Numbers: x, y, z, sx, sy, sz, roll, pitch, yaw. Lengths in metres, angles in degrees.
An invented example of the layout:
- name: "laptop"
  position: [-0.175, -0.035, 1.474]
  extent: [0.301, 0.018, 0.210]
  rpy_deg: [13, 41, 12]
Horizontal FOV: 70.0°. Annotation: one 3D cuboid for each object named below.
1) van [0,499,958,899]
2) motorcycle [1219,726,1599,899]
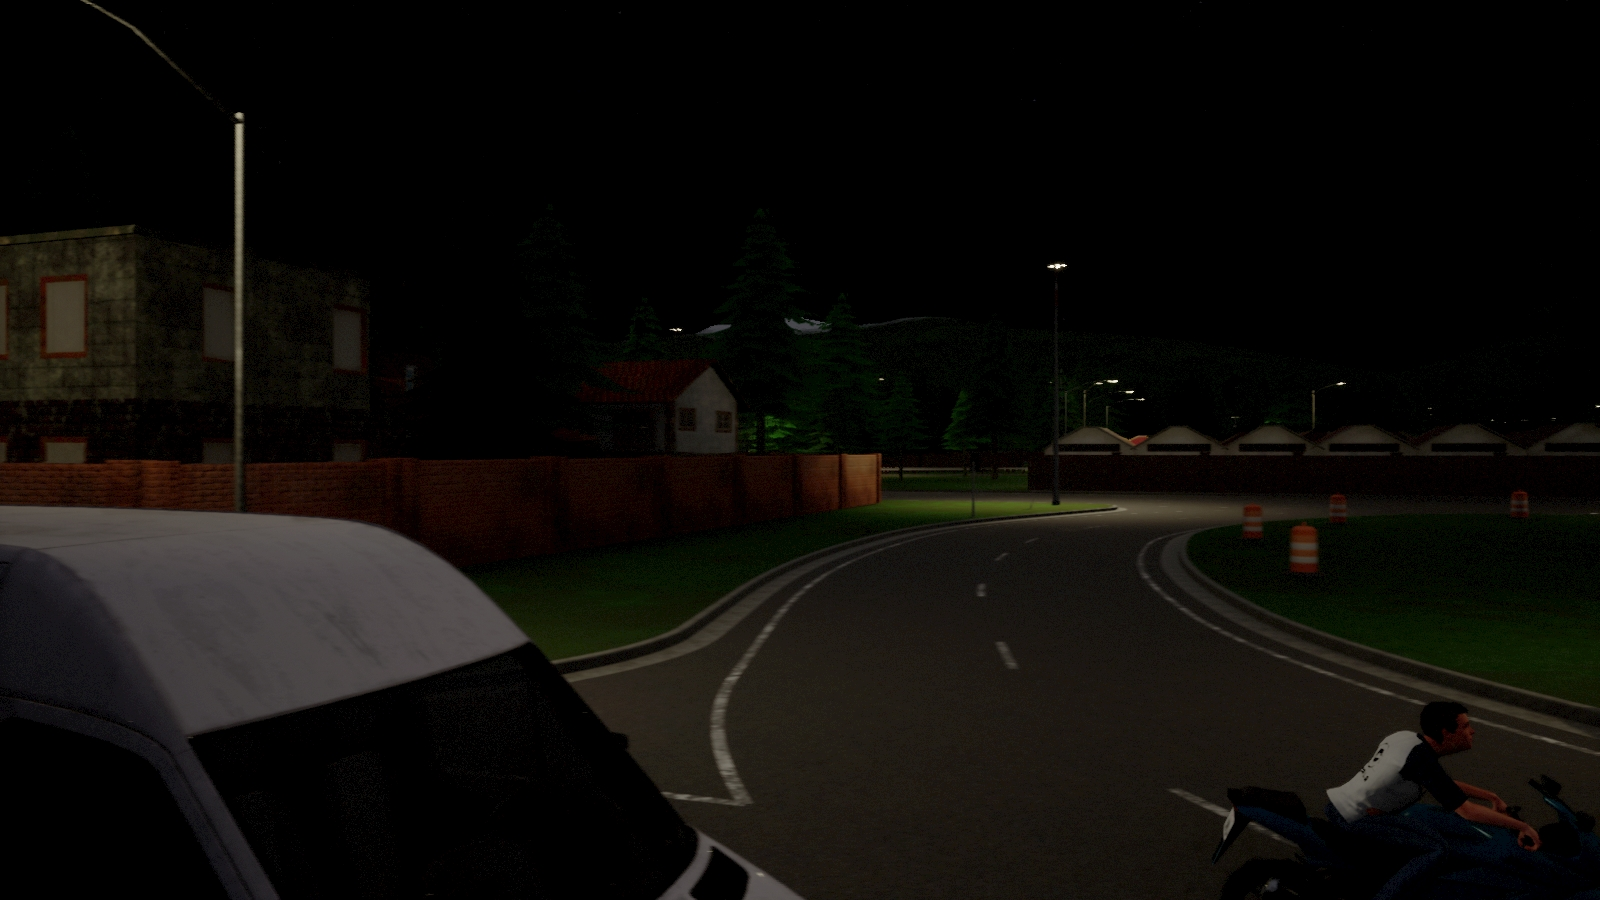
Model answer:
- name: "van"
  position: [-2.547, 1.534, 4.230]
  extent: [5.915, 2.561, 1.988]
  rpy_deg: [0, 0, 20]
- name: "motorcycle"
  position: [3.230, 2.186, 5.847]
  extent: [2.033, 1.199, 0.803]
  rpy_deg: [0, 0, 20]
